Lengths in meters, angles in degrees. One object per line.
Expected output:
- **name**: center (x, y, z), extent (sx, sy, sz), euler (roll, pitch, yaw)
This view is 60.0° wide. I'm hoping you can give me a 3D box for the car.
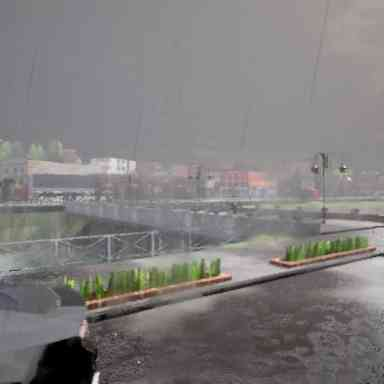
- **car**: center (-3.170, 1.491, 2.345), extent (4.902, 1.511, 2.128), euler (0, 0, -36)
